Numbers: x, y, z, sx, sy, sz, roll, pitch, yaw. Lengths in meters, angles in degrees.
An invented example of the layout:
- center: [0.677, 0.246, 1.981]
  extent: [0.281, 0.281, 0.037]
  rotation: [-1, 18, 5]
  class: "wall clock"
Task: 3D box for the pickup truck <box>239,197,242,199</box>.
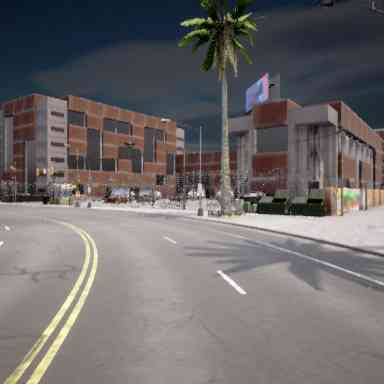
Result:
- center: [8.259, 1.052, 42.332]
  extent: [2.390, 2.098, 6.274]
  rotation: [0, 0, 37]
  class: "pickup truck"
